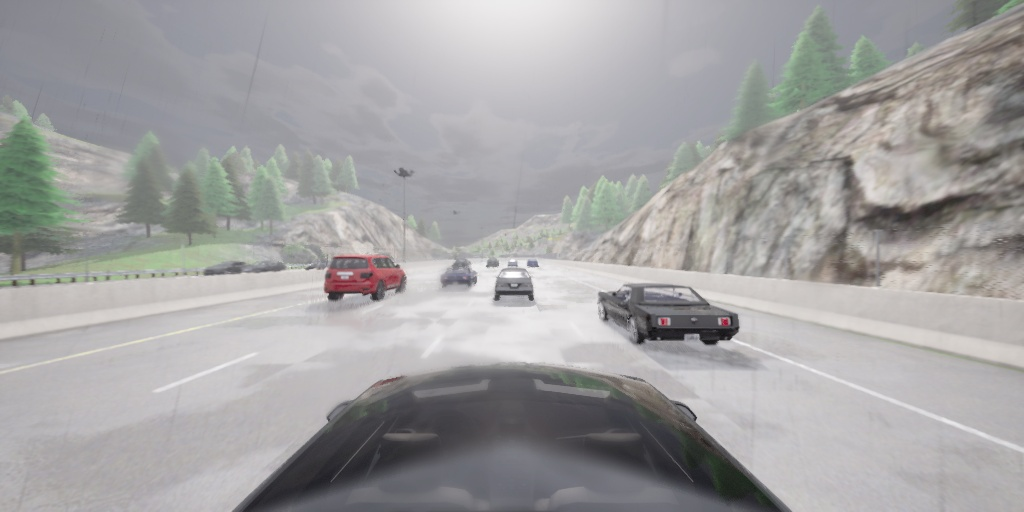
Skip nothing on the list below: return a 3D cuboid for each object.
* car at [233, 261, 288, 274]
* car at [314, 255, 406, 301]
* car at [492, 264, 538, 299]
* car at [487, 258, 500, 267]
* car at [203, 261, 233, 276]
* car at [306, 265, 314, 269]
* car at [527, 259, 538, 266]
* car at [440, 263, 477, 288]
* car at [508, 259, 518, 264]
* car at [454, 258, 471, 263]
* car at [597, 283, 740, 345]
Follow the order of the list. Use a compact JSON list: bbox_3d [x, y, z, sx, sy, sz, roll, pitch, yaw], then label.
[{"bbox_3d":[-24.556,1.240,35.705,2.128,1.511,4.902,0,0,0],"label":"car"},{"bbox_3d":[-6.847,0.971,17.321,2.150,2.045,5.566,0,0,0],"label":"car"},{"bbox_3d":[0.098,1.297,17.882,2.033,1.411,5.357,0,0,0],"label":"car"},{"bbox_3d":[-3.364,1.101,64.556,2.097,1.767,4.553,0,0,0],"label":"car"},{"bbox_3d":[-28.055,1.254,35.690,1.837,1.490,4.892,0,0,0],"label":"car"},{"bbox_3d":[-21.048,1.296,40.524,2.033,1.411,5.357,0,0,0],"label":"car"},{"bbox_3d":[3.636,1.225,64.681,1.882,1.535,5.008,0,0,0],"label":"car"},{"bbox_3d":[-3.390,1.350,23.788,1.895,1.301,4.718,0,0,0],"label":"car"},{"bbox_3d":[0.133,1.293,64.675,2.033,1.411,5.357,0,0,0],"label":"car"},{"bbox_3d":[-6.875,1.100,50.066,2.097,1.767,4.553,0,0,0],"label":"car"},{"bbox_3d":[3.635,1.351,9.437,1.895,1.301,4.718,0,0,0],"label":"car"}]
